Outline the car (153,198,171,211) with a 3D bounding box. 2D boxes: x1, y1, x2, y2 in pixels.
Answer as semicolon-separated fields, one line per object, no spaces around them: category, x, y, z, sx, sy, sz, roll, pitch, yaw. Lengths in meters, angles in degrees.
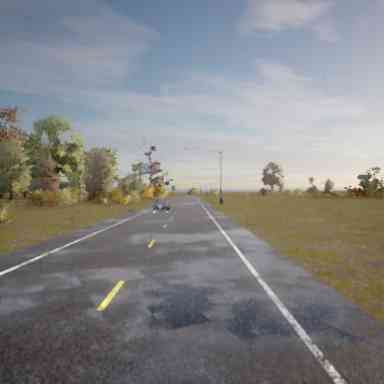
car;-3.601;1.489;40.282;2.128;1.511;4.902;0;0;0
